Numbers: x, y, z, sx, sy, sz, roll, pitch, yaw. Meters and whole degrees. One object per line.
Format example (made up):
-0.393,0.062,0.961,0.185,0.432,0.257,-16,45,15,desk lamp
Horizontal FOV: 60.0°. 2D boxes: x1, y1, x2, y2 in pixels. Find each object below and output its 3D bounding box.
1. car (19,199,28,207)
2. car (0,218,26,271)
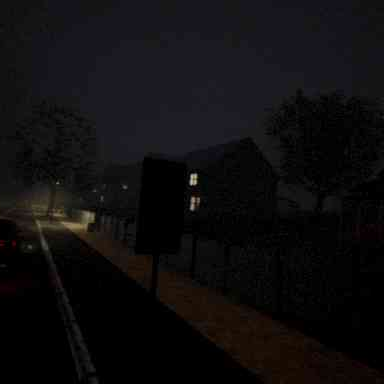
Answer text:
-42.074,2.802,82.992,1.882,1.535,5.008,7,-4,-26,car
-6.828,1.602,11.268,1.882,1.535,5.008,7,-4,-26,car
